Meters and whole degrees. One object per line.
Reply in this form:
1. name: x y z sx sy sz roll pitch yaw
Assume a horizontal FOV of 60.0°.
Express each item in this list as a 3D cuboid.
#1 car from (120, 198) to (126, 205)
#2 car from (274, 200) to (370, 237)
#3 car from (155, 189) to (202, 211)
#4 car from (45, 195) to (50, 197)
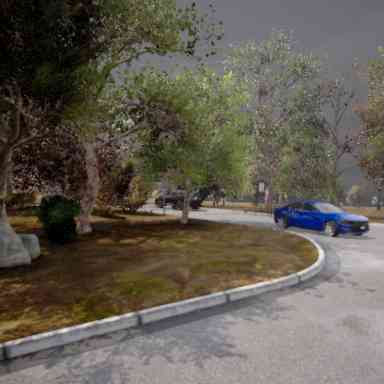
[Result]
1. car: -7.290 0.862 34.026 4.892 1.490 1.837 1 -2 26
2. car: 6.141 1.204 16.292 1.882 1.535 5.008 2 0 -26
3. car: -1.430 0.722 33.255 2.150 2.045 5.566 1 0 -41
4. car: -15.118 0.618 38.547 4.553 1.767 2.097 1 -1 -4
